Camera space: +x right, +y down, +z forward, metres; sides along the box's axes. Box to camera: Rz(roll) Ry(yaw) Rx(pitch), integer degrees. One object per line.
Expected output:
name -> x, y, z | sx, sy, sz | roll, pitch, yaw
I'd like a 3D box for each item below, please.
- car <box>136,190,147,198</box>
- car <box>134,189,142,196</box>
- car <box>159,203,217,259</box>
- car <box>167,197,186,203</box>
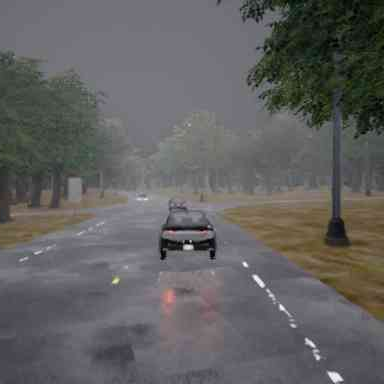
car -> -11.597, 0.727, 78.160 | 1.895, 1.301, 4.718 | 0, 1, -11
car -> -15.079, 0.083, 93.595 | 2.150, 2.045, 5.566 | 0, 1, -13
car -> -0.180, 1.395, 12.217 | 2.128, 1.511, 4.902 | 0, 0, -2
car -> -1.543, 1.241, 34.378 | 2.033, 1.411, 5.357 | 0, 1, -5
